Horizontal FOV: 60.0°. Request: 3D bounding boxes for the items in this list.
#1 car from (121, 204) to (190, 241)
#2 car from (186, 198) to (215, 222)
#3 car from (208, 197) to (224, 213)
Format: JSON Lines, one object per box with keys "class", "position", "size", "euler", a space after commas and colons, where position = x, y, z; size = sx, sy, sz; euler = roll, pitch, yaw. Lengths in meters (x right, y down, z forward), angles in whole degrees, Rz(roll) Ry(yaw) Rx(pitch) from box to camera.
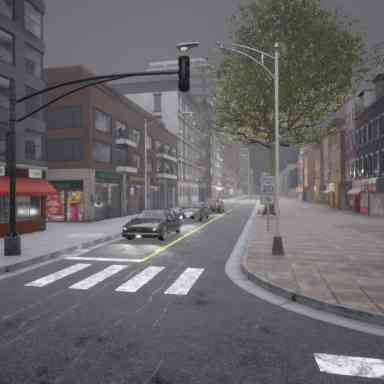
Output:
{"class": "car", "position": [-1.809, 1.556, 17.209], "size": [2.033, 1.411, 5.357], "euler": [0, 0, 12]}
{"class": "car", "position": [0.225, 1.492, 26.753], "size": [2.128, 1.511, 4.902], "euler": [0, 0, 12]}
{"class": "car", "position": [2.307, 1.347, 36.497], "size": [2.097, 1.767, 4.553], "euler": [0, 0, 12]}
